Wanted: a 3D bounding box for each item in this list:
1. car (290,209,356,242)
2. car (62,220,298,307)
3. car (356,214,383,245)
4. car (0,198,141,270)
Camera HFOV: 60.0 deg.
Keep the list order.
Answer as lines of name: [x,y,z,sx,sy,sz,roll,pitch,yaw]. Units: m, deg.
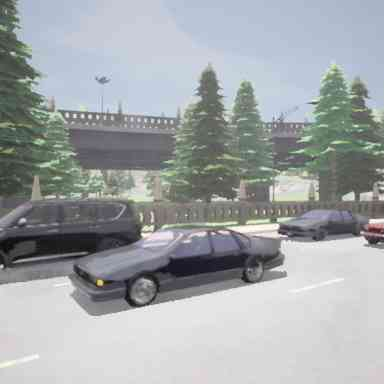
car: [6.744,1.547,16.627,5.357,1.411,2.033,0,0,-31]
car: [-0.070,1.547,8.130,5.357,1.411,2.033,0,0,-34]
car: [9.375,1.600,14.082,4.718,1.301,1.895,0,0,-30]
car: [-4.133,1.219,9.613,5.566,2.045,2.150,0,0,-34]
